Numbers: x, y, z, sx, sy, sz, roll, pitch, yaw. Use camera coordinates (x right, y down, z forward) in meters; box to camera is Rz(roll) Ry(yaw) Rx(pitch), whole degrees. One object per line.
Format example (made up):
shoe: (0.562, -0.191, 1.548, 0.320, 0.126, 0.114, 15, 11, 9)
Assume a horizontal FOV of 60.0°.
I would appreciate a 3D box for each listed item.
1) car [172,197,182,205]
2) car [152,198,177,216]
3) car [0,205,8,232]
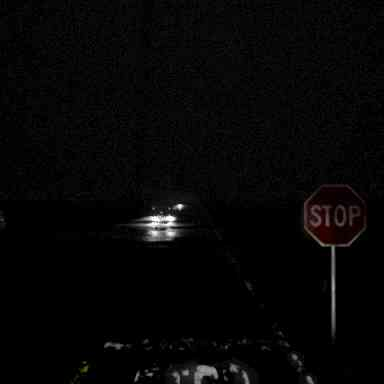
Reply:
car: (-2.796, 1.518, 57.982, 1.895, 1.301, 4.718, 0, 0, 0)
car: (-2.776, 1.572, 32.481, 1.895, 1.301, 4.718, 0, 0, 0)
car: (-11.804, 1.376, 15.838, 5.566, 2.045, 2.150, -1, 0, 3)
